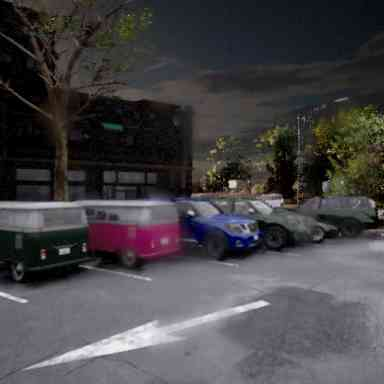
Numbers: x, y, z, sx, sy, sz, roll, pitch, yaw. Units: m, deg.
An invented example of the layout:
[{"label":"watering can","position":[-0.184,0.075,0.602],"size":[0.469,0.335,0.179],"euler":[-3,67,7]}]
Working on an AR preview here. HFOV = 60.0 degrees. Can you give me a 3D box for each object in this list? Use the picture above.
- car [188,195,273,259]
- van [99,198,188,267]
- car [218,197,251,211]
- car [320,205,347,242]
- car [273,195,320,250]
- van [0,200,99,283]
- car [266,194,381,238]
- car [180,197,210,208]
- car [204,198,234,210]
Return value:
[{"label":"car","position":[-0.065,1.250,13.009],"size":[5.566,2.045,2.435],"euler":[-1,-1,35]},{"label":"van","position":[-2.599,1.272,11.364],"size":[4.442,1.987,1.878],"euler":[-1,-1,35]},{"label":"car","position":[5.650,1.545,43.844],"size":[1.946,1.575,5.366],"euler":[-1,0,36]},{"label":"car","position":[4.757,1.543,16.452],"size":[4.792,1.488,2.163],"euler":[-1,-1,34]},{"label":"car","position":[2.345,1.256,14.726],"size":[5.566,2.045,2.435],"euler":[-1,-1,35]},{"label":"van","position":[-5.008,1.266,9.647],"size":[4.442,1.987,1.878],"euler":[-1,-1,35]},{"label":"car","position":[7.109,1.269,18.179],"size":[5.566,2.045,2.435],"euler":[-1,-1,35]},{"label":"car","position":[0.505,1.553,51.162],"size":[2.097,1.535,5.008],"euler":[0,1,36]},{"label":"car","position":[3.852,1.591,46.179],"size":[2.002,1.452,4.674],"euler":[-1,0,36]}]
